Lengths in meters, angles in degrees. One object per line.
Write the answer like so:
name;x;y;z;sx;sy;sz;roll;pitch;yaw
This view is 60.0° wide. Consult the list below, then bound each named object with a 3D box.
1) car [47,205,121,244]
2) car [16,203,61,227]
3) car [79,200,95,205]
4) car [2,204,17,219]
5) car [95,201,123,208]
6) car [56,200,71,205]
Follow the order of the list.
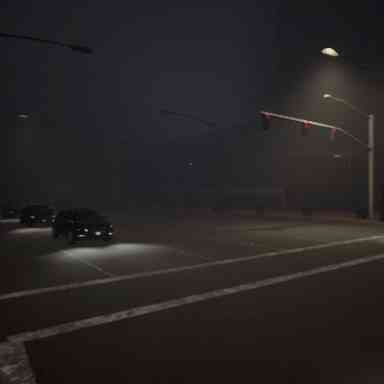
car;-5.497;1.582;16.431;1.837;1.490;4.892;0;-1;-36
car;-11.446;1.711;24.625;1.812;1.442;4.674;0;-1;-36
car;-18.404;2.161;58.379;1.994;1.385;4.181;0;-1;-36
car;-17.702;1.871;33.258;2.033;1.411;5.357;0;-1;-36
car;-12.213;2.007;49.855;2.033;1.411;5.357;0;-1;-36
car;-22.503;2.116;58.068;2.128;1.511;4.902;0;-1;-36
